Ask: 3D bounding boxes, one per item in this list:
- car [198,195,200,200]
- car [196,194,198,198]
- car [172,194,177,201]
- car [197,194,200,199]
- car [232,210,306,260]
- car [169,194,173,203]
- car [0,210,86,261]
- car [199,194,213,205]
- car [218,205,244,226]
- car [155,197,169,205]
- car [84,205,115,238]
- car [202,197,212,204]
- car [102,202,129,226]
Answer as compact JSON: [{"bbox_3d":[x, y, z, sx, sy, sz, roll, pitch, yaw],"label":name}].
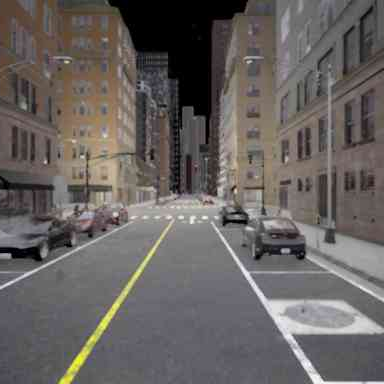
[{"bbox_3d":[2.874,1.678,71.225,2.008,1.369,4.403,0,0,0],"label":"car"},{"bbox_3d":[2.901,1.654,92.861,1.967,1.590,4.097,0,0,0],"label":"car"},{"bbox_3d":[-5.630,1.716,87.289,1.752,1.417,4.829,0,0,0],"label":"car"},{"bbox_3d":[2.887,1.606,82.043,1.967,1.590,4.097,0,0,0],"label":"car"},{"bbox_3d":[2.850,1.562,12.315,2.008,1.369,4.403,0,0,0],"label":"car"},{"bbox_3d":[-5.651,1.681,71.233,2.008,1.369,4.403,0,0,0],"label":"car"},{"bbox_3d":[-5.675,1.580,12.311,1.947,1.339,4.313,0,0,0],"label":"car"},{"bbox_3d":[2.859,1.536,60.408,1.967,1.590,4.097,0,0,0],"label":"car"},{"bbox_3d":[2.844,1.589,23.317,1.947,1.339,4.313,0,0,0],"label":"car"},{"bbox_3d":[-5.665,1.681,60.416,1.802,1.307,4.206,0,0,0],"label":"car"},{"bbox_3d":[-5.679,1.602,17.812,1.802,1.307,4.206,0,0,0],"label":"car"},{"bbox_3d":[2.867,1.637,65.987,1.752,1.417,4.829,0,0,0],"label":"car"},{"bbox_3d":[-5.681,1.466,23.314,1.967,1.590,4.097,0,0,0],"label":"car"}]
